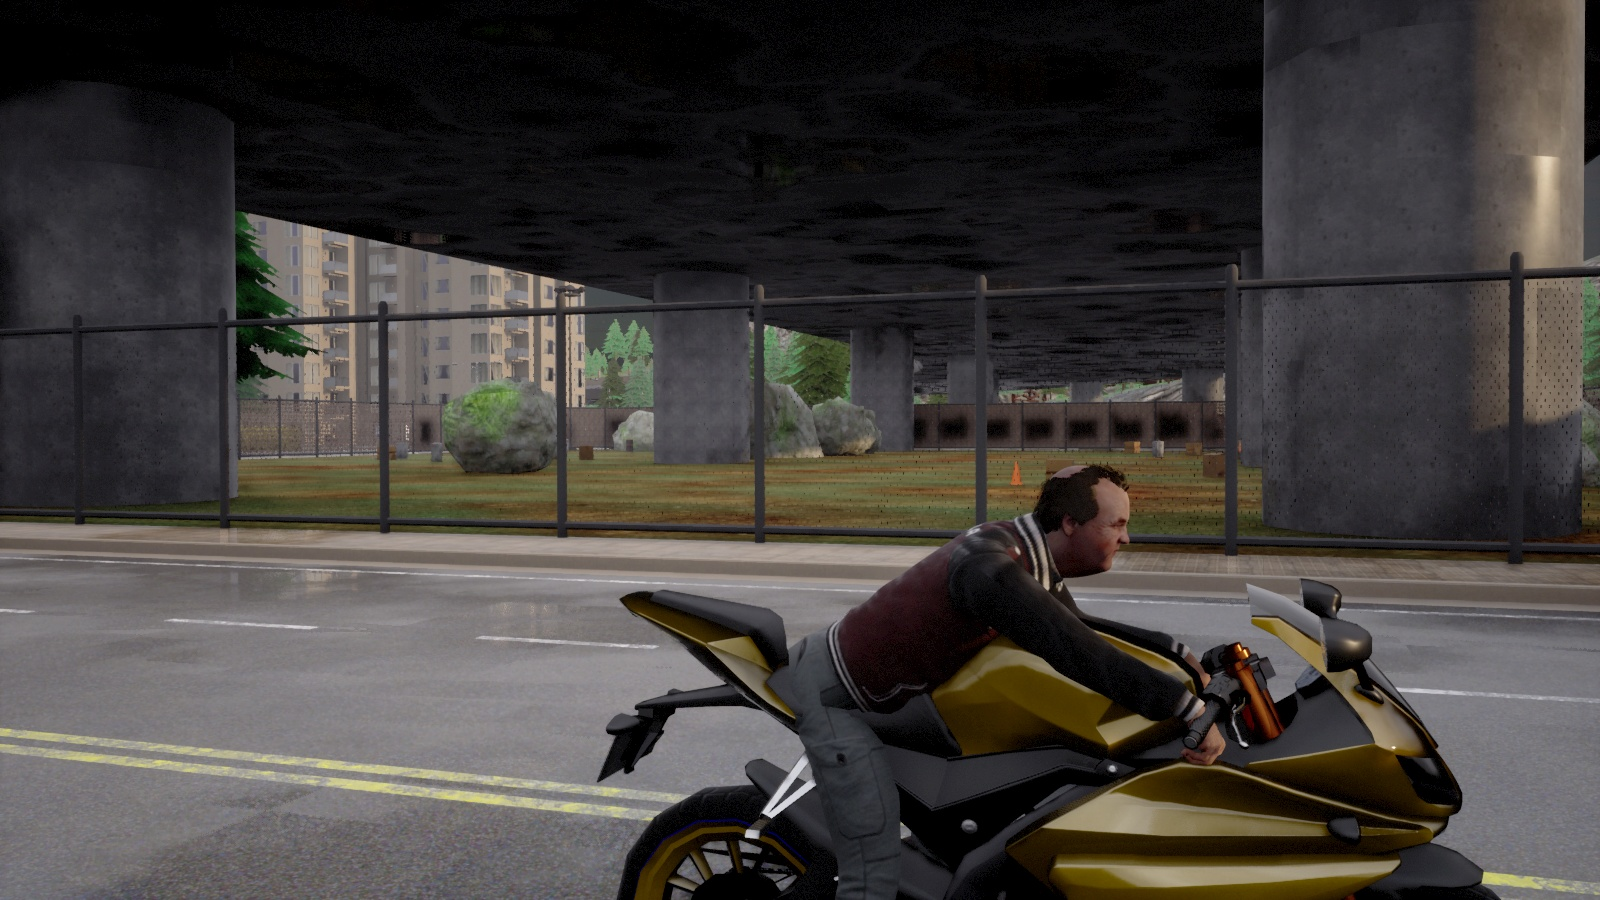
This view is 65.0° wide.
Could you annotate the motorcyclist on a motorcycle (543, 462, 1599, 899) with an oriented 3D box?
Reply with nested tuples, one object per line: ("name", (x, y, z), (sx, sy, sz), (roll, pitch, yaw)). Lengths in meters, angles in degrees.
("motorcyclist on a motorcycle", (0.575, 0.816, 3.000), (2.191, 1.530, 0.866), (1, 1, 19))
